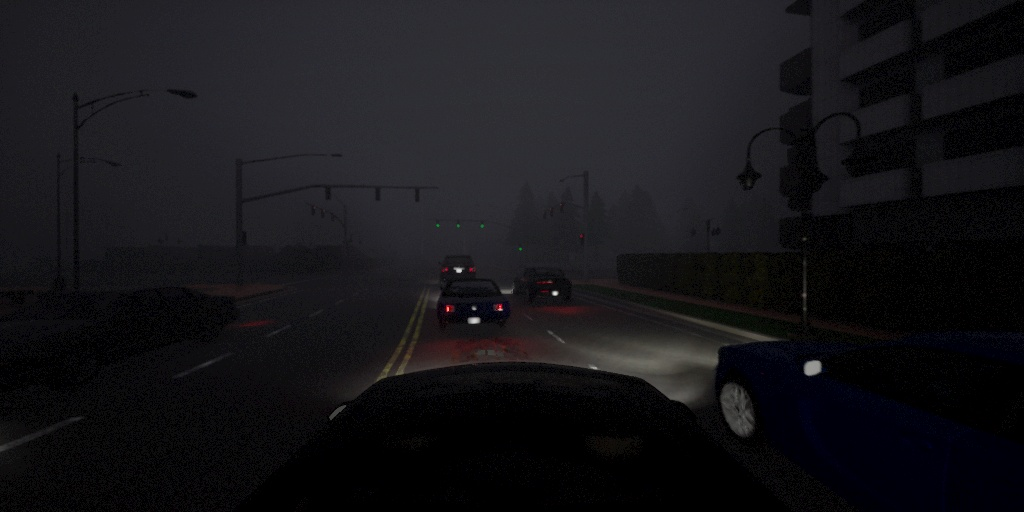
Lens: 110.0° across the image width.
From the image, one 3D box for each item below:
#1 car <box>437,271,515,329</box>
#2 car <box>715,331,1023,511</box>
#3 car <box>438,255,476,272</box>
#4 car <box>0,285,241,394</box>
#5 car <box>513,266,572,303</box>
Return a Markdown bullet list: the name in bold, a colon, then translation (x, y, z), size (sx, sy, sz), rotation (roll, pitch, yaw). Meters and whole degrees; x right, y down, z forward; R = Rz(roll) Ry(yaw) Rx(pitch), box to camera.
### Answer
- **car**: translation (-1.297, 1.332, 11.207), size (1.895, 1.301, 4.718), rotation (0, 0, -9)
- **car**: translation (3.328, 1.216, 2.211), size (1.882, 1.535, 5.008), rotation (0, 0, 0)
- **car**: translation (-3.553, 0.930, 23.223), size (2.150, 2.045, 5.566), rotation (0, 0, -11)
- **car**: translation (-7.720, 1.308, 6.997), size (2.033, 1.411, 5.357), rotation (0, 0, -8)
- **car**: translation (1.276, 1.214, 16.578), size (1.837, 1.490, 4.892), rotation (0, 0, -10)
